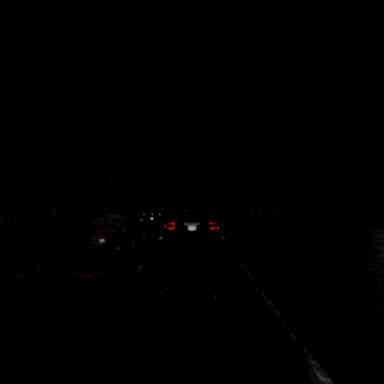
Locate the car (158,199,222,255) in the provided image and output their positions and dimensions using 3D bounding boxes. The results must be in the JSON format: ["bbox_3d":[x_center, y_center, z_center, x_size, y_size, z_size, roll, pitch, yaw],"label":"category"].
[{"bbox_3d":[0.005,1.347,14.022,2.150,2.045,5.566,0,0,0],"label":"car"}]

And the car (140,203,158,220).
[{"bbox_3d":[-3.238,1.869,29.109,1.895,1.301,4.718,0,0,0],"label":"car"}]

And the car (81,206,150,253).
[{"bbox_3d":[-3.239,1.613,14.481,1.882,1.535,5.008,0,0,0],"label":"car"}]

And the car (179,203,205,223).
[{"bbox_3d":[0.014,1.763,29.294,2.128,1.511,4.902,0,0,0],"label":"car"}]

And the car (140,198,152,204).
[{"bbox_3d":[-9.726,1.987,71.016,2.097,1.767,4.553,0,0,0],"label":"car"}]

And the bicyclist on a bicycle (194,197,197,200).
[{"bbox_3d":[0.922,2.215,89.469,0.866,1.612,1.509,0,0,0],"label":"bicyclist on a bicycle"}]
